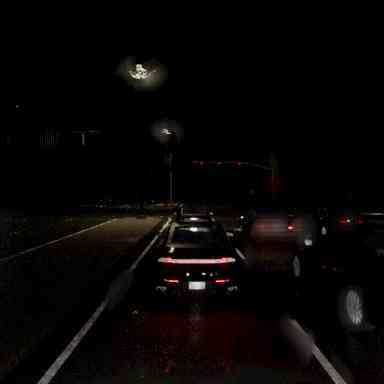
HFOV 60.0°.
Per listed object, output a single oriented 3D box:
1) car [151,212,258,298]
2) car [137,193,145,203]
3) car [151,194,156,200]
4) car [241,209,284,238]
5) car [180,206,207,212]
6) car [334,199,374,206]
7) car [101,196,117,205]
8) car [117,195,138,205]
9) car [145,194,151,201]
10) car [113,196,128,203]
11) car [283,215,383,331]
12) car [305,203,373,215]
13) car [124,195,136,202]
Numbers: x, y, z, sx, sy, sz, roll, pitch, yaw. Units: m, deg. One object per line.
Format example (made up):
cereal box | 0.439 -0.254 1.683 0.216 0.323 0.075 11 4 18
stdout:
car | 0.091 1.491 8.495 2.128 1.511 4.902 0 0 0
car | -11.569 1.500 69.046 1.837 1.490 4.892 0 0 0
car | -11.535 1.482 94.717 2.128 1.511 4.902 0 0 1
car | 3.586 1.547 16.510 2.033 1.411 5.357 0 0 0
car | 0.084 1.505 17.916 1.837 1.490 4.892 0 0 0
car | 21.140 1.601 43.746 4.718 1.301 1.895 0 0 1
car | -15.116 1.477 60.706 1.882 1.535 5.008 0 0 0
car | -11.656 1.564 60.224 1.994 1.385 4.181 0 0 1
car | -11.580 1.524 80.059 1.812 1.442 4.674 0 0 0
car | -15.071 1.540 70.484 2.033 1.411 5.357 0 0 0
car | 3.593 1.478 6.890 1.882 1.535 5.008 0 0 0
car | 7.084 1.505 16.975 1.837 1.490 4.892 0 0 0
car | -15.081 1.525 80.968 2.128 1.511 4.902 0 0 0
